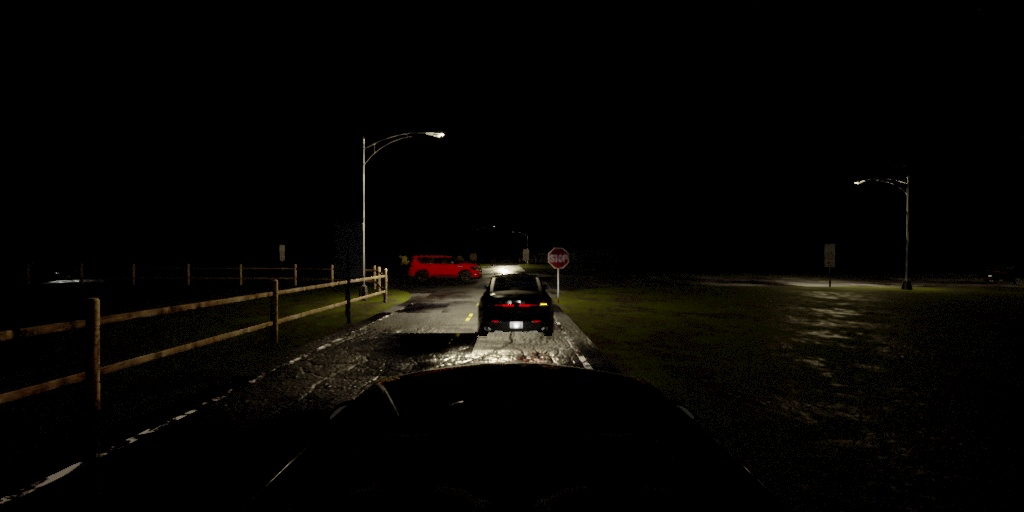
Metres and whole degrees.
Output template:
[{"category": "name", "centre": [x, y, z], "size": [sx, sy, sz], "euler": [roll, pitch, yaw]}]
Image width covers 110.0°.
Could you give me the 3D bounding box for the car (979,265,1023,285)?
[{"category": "car", "centre": [40.185, 1.440, 28.288], "size": [5.008, 1.535, 1.882], "euler": [0, 1, 0]}]

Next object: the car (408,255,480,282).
[{"category": "car", "centre": [-5.314, 0.966, 28.336], "size": [5.566, 2.045, 2.150], "euler": [0, 0, 0]}]

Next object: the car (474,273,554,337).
[{"category": "car", "centre": [0.091, 1.256, 10.306], "size": [1.837, 1.490, 4.892], "euler": [0, 0, 0]}]

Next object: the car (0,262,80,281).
[{"category": "car", "centre": [-37.676, 1.203, 28.373], "size": [5.357, 1.411, 2.033], "euler": [0, 1, 0]}]
